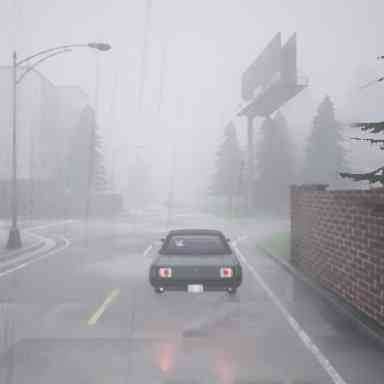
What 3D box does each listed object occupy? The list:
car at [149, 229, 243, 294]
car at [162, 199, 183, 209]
[{"bbox_3d":[0.092,1.629,8.815,1.895,1.301,4.718,0,0,0],"label":"car"},{"bbox_3d":[-2.789,1.697,47.458,2.033,1.411,5.357,0,0,-20],"label":"car"}]
